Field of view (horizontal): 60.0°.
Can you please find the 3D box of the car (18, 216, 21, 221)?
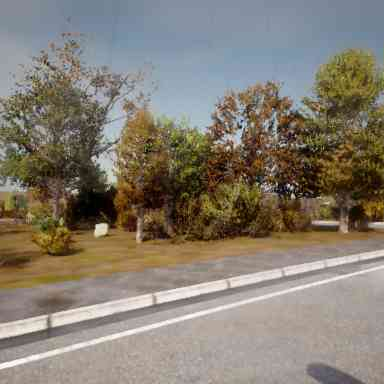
[{"bbox_3d":[-39.802,6.076,80.307,4.902,1.511,2.128,-2,-3,17],"label":"car"}]
